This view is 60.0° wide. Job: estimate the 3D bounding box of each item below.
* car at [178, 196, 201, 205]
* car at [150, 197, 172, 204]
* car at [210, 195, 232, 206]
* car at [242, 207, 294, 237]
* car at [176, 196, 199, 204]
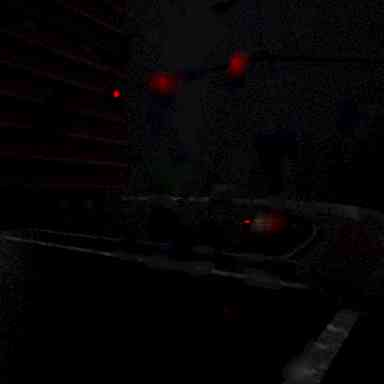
[{"bbox_3d":[-0.210,1.470,56.190,1.812,1.442,4.674,0,0,-28],"label":"car"},{"bbox_3d":[-6.030,1.545,64.758,4.718,1.301,1.895,0,0,44],"label":"car"},{"bbox_3d":[4.580,1.296,54.117,2.097,1.767,4.553,0,0,-22],"label":"car"},{"bbox_3d":[4.206,1.492,17.913,2.033,1.411,5.357,0,0,25],"label":"car"},{"bbox_3d":[-0.898,1.470,64.049,1.812,1.442,4.674,0,0,-38],"label":"car"}]
